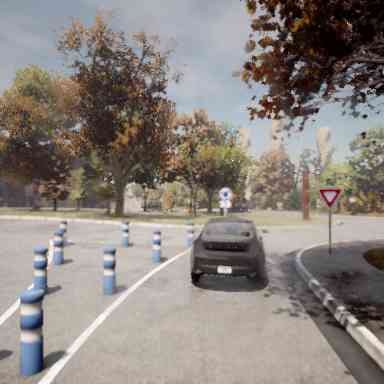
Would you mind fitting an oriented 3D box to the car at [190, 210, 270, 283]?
[{"bbox_3d":[1.173,1.502,9.776,1.837,1.490,4.892,1,0,10],"label":"car"}]

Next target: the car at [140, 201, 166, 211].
[{"bbox_3d":[-8.420,2.950,71.659,5.566,2.045,2.150,0,0,-8],"label":"car"}]

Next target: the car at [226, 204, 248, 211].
[{"bbox_3d":[9.014,3.218,67.815,4.892,1.490,1.837,0,-1,34],"label":"car"}]
